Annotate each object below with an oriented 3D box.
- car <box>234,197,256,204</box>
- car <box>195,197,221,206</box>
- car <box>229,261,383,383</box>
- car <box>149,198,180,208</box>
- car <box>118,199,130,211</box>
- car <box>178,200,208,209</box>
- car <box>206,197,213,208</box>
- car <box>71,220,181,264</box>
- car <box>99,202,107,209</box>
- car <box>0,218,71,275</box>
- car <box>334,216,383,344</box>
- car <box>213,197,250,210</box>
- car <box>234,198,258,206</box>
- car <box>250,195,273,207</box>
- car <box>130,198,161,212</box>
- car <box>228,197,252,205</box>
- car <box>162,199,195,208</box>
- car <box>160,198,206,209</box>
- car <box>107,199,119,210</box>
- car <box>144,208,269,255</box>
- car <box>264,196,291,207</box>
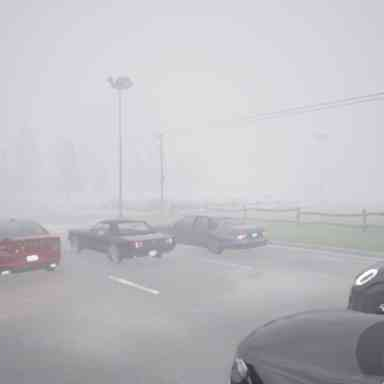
[{"bbox_3d":[11.364,1.848,71.609,4.902,1.511,2.128,0,0,-43],"label":"car"},{"bbox_3d":[3.105,1.800,63.876,4.902,1.511,2.128,0,0,-43],"label":"car"},{"bbox_3d":[2.391,1.495,1.886,2.128,1.511,4.902,0,0,-44],"label":"car"},{"bbox_3d":[-4.632,1.773,56.600,5.008,1.535,1.882,0,0,-43],"label":"car"},{"bbox_3d":[-6.769,1.791,44.910,5.357,1.411,2.033,0,0,-44],"label":"car"},{"bbox_3d":[0.184,1.857,51.524,4.718,1.301,1.895,0,0,-43],"label":"car"},{"bbox_3d":[1.533,1.760,47.983,4.674,1.442,1.812,0,0,-43],"label":"car"},{"bbox_3d":[-2.780,1.670,12.215,1.895,1.301,4.718,0,0,-44],"label":"car"},{"bbox_3d":[-11.510,1.789,50.052,4.892,1.490,1.837,0,0,-44],"label":"car"},{"bbox_3d":[-5.795,1.546,10.301,1.882,1.535,5.008,0,0,-44],"label":"car"},{"bbox_3d":[4.675,1.361,4.560,2.097,1.767,4.553,0,0,-44],"label":"car"},{"bbox_3d":[5.628,1.569,47.045,4.553,1.767,2.097,0,0,-43],"label":"car"},{"bbox_3d":[9.798,1.798,60.597,4.674,1.442,1.812,0,0,-43],"label":"car"},{"bbox_3d":[12.289,1.474,58.151,5.566,2.045,2.150,0,0,-43],"label":"car"},{"bbox_3d":[-4.933,1.575,41.802,4.553,1.767,2.097,0,0,-44],"label":"car"},{"bbox_3d":[9.396,1.773,64.993,5.008,1.535,1.882,0,0,-43],"label":"car"},{"bbox_3d":[-2.093,1.823,54.189,5.357,1.411,2.033,0,0,-43],"label":"car"},{"bbox_3d":[-1.018,1.697,40.739,4.902,1.511,2.128,0,0,-44],"label":"car"},{"bbox_3d":[-9.167,1.865,47.453,4.718,1.301,1.895,0,0,-44],"label":"car"},{"bbox_3d":[0.525,1.615,13.821,2.033,1.411,5.357,0,0,-44],"label":"car"},{"bbox_3d":[14.539,1.833,55.464,4.718,1.301,1.895,0,0,-43],"label":"car"}]
